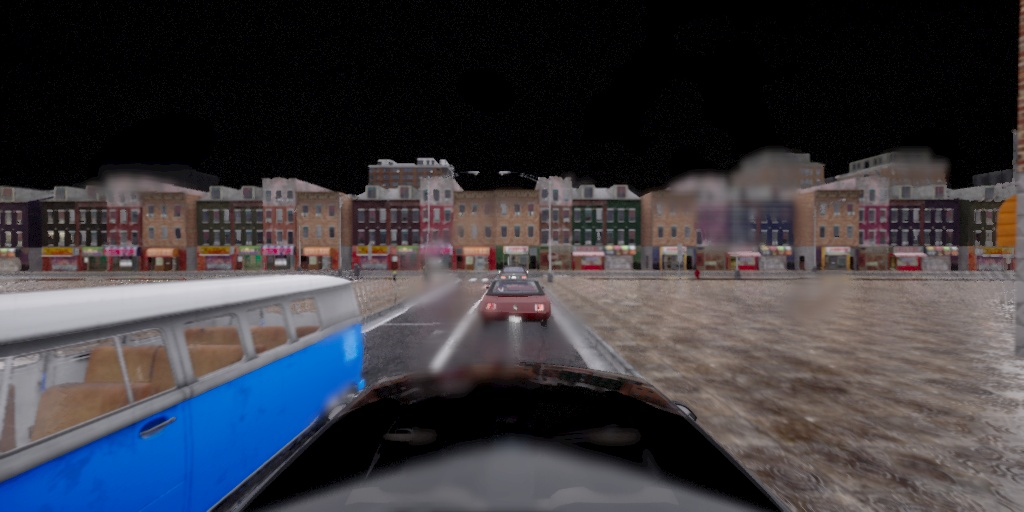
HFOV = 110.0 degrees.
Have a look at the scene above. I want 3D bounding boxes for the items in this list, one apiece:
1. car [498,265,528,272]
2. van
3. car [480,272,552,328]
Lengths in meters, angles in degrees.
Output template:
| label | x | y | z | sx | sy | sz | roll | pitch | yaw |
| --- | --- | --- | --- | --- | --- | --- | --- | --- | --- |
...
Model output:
| label | x | y | z | sx | sy | sz | roll | pitch | yaw |
| --- | --- | --- | --- | --- | --- | --- | --- | --- | --- |
| car | 0.095 | 1.288 | 23.217 | 2.033 | 1.411 | 5.357 | 0 | 0 | 0 |
| van | -2.638 | 1.090 | 2.790 | 1.690 | 1.789 | 3.998 | 0 | 0 | 0 |
| car | 0.100 | 1.346 | 11.408 | 1.895 | 1.301 | 4.718 | 0 | 0 | 0 |
